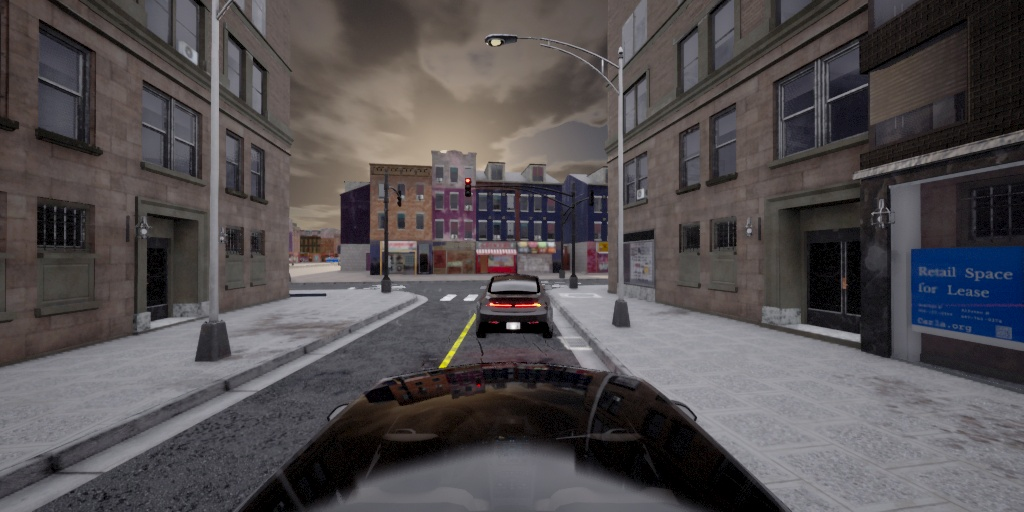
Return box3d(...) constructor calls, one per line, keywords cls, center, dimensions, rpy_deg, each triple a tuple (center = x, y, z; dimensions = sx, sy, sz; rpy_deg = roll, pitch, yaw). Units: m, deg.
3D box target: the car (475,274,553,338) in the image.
box3d(cls="car", center=(0.100, 1.256, 10.148), dimensions=(1.837, 1.490, 4.892), rpy_deg=(0, 0, 2))
